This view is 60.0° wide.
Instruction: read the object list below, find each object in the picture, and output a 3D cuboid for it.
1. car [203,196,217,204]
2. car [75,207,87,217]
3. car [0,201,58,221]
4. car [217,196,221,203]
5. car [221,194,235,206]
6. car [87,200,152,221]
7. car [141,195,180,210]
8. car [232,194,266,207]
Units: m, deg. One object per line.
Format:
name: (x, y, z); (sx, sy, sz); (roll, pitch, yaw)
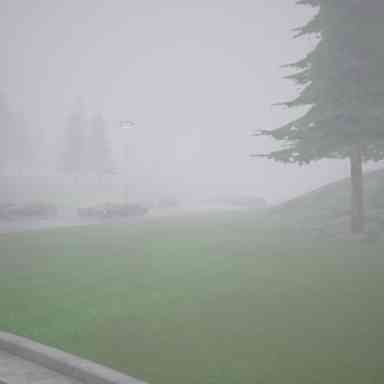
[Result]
car: (4.043, 1.344, 56.135); (2.033, 1.411, 5.357); (-1, 0, 39)
car: (-8.157, 1.597, 30.223); (1.895, 1.301, 4.718); (-1, 0, 39)
car: (-14.035, 1.575, 28.548); (2.128, 1.511, 4.902); (-1, 0, 39)
car: (6.753, 1.048, 53.924); (2.033, 1.411, 5.357); (-1, 0, 39)
car: (6.892, 1.212, 48.613); (2.128, 1.511, 4.902); (-1, 0, 40)
car: (-5.891, 1.576, 27.463); (1.895, 1.301, 4.718); (-1, 0, 39)
car: (-3.609, 1.243, 41.342); (2.097, 1.767, 4.553); (-1, 0, 39)
car: (8.029, 1.267, 44.497); (2.033, 1.411, 5.357); (-1, 0, 40)
